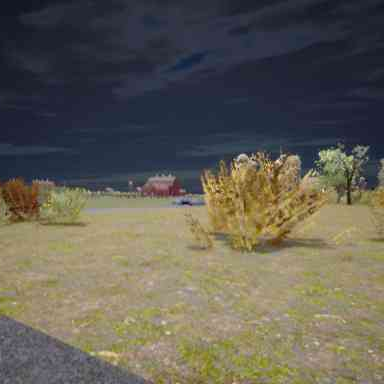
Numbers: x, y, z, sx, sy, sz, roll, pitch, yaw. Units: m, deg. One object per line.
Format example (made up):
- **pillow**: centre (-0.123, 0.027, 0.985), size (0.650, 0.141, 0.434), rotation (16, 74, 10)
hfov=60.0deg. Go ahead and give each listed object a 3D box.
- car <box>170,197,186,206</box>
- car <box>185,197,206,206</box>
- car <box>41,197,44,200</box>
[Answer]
- **car**: centre (-2.153, 1.736, 62.838), size (2.097, 1.767, 4.553), rotation (-1, -1, 36)
- **car**: centre (1.315, 1.919, 61.542), size (1.994, 1.385, 4.181), rotation (-1, -1, 36)
- **car**: centre (-19.107, 1.420, 39.507), size (2.097, 1.767, 4.553), rotation (-1, -1, 36)
